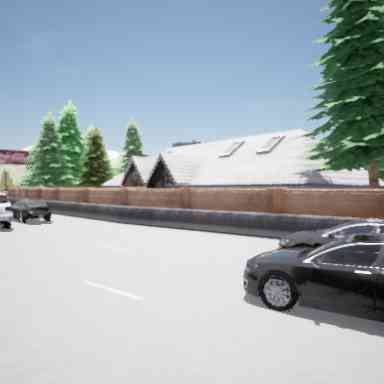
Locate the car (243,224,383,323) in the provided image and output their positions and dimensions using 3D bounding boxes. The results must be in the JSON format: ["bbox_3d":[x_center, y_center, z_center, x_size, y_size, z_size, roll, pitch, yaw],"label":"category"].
[{"bbox_3d":[3.307,1.512,6.038,4.892,1.490,1.837,1,0,36],"label":"car"}]

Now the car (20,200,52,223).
[{"bbox_3d":[-11.567,1.308,23.432,4.892,1.490,1.837,1,0,45],"label":"car"}]

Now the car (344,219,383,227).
[{"bbox_3d":[4.868,1.501,9.226,4.902,1.511,2.128,1,0,36],"label":"car"}]

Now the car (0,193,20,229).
[{"bbox_3d":[-12.186,1.036,19.087,5.566,2.045,2.150,1,0,44],"label":"car"}]
